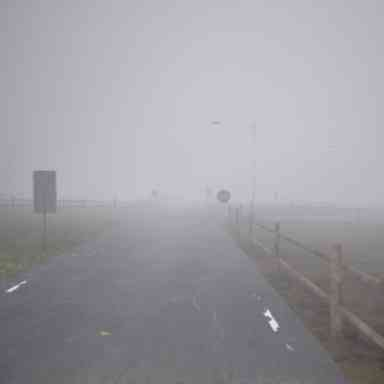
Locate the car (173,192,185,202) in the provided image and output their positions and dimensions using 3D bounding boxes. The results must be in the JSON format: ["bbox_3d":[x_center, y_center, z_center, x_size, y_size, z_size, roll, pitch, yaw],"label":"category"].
[{"bbox_3d":[-2.713,0.996,68.931,2.150,2.045,5.566,0,0,0],"label":"car"}]
